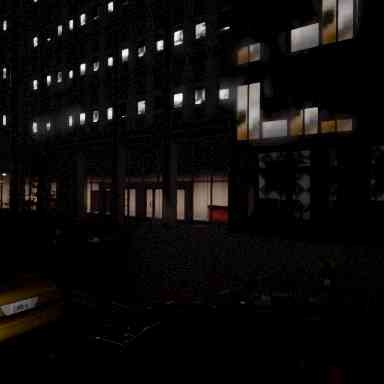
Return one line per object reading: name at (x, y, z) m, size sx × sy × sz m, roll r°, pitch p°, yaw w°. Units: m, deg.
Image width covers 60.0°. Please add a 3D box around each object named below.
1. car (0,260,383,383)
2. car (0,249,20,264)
car at (0.543, 1.440, 2.478) m, size 4.097 × 1.590 × 1.967 m, roll 0°, pitch 1°, yaw 36°
car at (-4.215, 1.524, 5.888) m, size 4.829 × 1.417 × 1.752 m, roll 0°, pitch 1°, yaw 36°
